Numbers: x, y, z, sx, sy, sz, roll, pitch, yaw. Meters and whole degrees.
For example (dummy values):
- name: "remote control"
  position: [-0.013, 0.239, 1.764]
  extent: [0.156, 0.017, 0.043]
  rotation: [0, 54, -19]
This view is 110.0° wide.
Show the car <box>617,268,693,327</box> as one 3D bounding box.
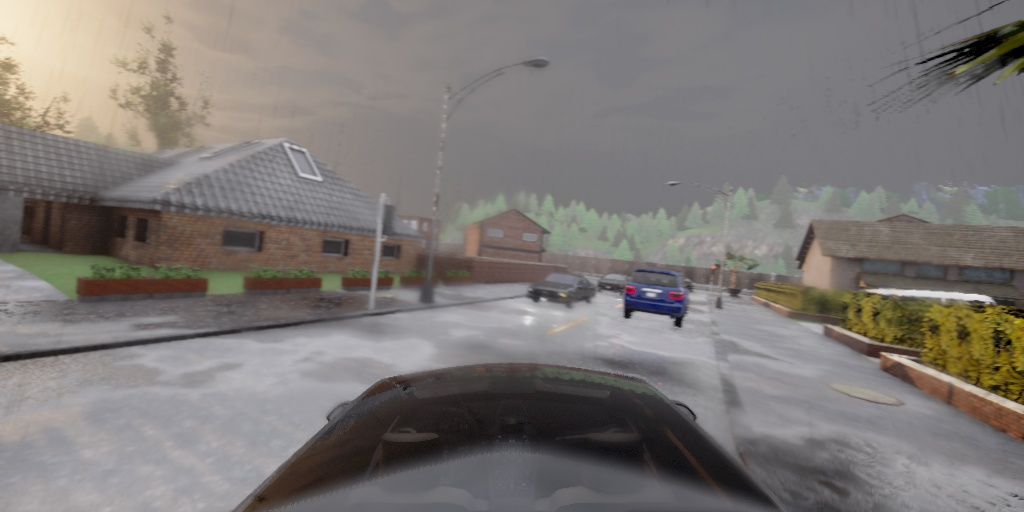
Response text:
- name: "car"
  position: [6.228, 1.601, 15.188]
  extent: [2.150, 2.045, 5.566]
  rotation: [6, 0, 28]

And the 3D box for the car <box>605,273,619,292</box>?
- name: "car"
  position: [7.830, 2.006, 26.966]
  extent: [1.882, 1.535, 5.008]
  rotation: [6, 0, 28]

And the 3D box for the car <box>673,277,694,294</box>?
- name: "car"
  position: [19.234, 3.214, 40.395]
  extent: [1.837, 1.490, 4.892]
  rotation: [6, 0, 23]

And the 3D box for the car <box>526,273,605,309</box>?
- name: "car"
  position: [2.599, 1.541, 17.119]
  extent: [2.033, 1.411, 5.357]
  rotation: [6, 0, 28]
